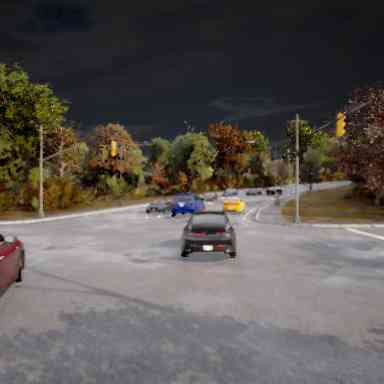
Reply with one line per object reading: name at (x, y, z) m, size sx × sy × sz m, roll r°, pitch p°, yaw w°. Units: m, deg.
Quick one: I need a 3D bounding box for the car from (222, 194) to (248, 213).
car at (4.366, 1.319, 34.430) m, size 1.882 × 1.535 × 5.008 m, roll 0°, pitch 1°, yaw 15°

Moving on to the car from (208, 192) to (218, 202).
car at (2.718, 0.722, 51.776) m, size 1.812 × 1.442 × 4.674 m, roll 0°, pitch 3°, yaw 21°

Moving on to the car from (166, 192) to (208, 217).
car at (-0.297, 1.154, 30.159) m, size 2.150 × 2.045 × 5.566 m, roll 0°, pitch 1°, yaw 12°

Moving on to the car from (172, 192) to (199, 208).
car at (-0.756, 1.001, 42.358) m, size 2.097 × 1.767 × 4.553 m, roll 0°, pitch 2°, yaw 18°

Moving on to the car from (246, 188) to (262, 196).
car at (11.627, -0.044, 62.025) m, size 1.994 × 1.385 × 4.181 m, roll 0°, pitch 4°, yaw 31°

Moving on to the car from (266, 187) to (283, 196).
car at (15.234, -0.198, 61.271) m, size 1.882 × 1.535 × 5.008 m, roll 0°, pitch 4°, yaw 31°

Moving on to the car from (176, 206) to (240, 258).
car at (0.688, 1.489, 12.819) m, size 1.837 × 1.490 × 4.892 m, roll 0°, pitch 0°, yaw 4°

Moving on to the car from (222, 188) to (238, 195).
car at (7.074, 0.104, 61.006) m, size 1.812 × 1.442 × 4.674 m, roll 0°, pitch 4°, yaw 26°

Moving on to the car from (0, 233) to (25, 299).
car at (-4.788, 1.338, 6.631) m, size 2.097 × 1.767 × 4.553 m, roll 0°, pitch 0°, yaw -18°

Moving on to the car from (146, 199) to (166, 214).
car at (-3.173, 1.446, 33.898) m, size 1.994 × 1.385 × 4.181 m, roll 0°, pitch 1°, yaw 14°
